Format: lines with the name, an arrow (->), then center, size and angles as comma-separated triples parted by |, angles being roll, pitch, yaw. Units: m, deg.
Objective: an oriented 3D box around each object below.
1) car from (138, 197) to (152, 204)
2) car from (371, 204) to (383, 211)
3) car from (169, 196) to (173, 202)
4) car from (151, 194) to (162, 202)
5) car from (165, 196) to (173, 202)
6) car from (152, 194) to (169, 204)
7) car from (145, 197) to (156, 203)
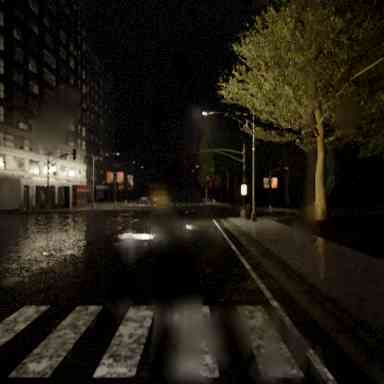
car -> -9.531, 1.720, 66.270 | 1.994, 1.385, 4.181 | 0, 0, 0
car -> 41.858, 3.586, 74.997 | 4.892, 1.490, 1.837 | 3, -2, -45
car -> -6.244, 1.801, 77.264 | 2.033, 1.411, 5.357 | 0, -1, 0
car -> -9.456, 1.607, 88.605 | 2.150, 2.045, 5.566 | 0, -1, 0
car -> -6.203, 1.913, 89.276 | 1.812, 1.442, 4.674 | 0, -1, 0
car -> -6.280, 1.637, 66.592 | 1.882, 1.535, 5.008 | 0, 0, 0
car -> -9.498, 1.802, 76.138 | 1.994, 1.385, 4.181 | 0, -1, 0
